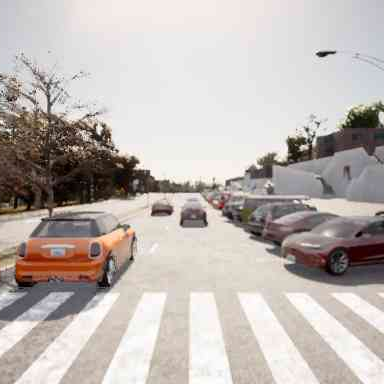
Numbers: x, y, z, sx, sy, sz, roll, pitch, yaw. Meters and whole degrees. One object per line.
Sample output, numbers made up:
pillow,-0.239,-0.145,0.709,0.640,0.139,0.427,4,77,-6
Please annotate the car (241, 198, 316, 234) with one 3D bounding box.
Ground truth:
car,5.046,1.310,16.190,4.553,1.767,2.185,1,0,-20

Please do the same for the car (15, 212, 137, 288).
car,-2.898,1.321,9.321,2.097,1.767,4.553,0,0,0

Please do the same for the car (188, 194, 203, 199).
car,0.107,1.355,41.441,1.812,1.442,4.674,0,1,0

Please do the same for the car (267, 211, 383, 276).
car,5.047,1.485,10.200,4.792,1.488,2.163,1,0,-20

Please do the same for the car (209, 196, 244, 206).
car,5.075,1.276,49.027,4.674,1.452,2.002,0,1,-20

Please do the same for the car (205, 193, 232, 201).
car,5.109,1.023,63.957,4.792,1.488,2.163,0,1,-20

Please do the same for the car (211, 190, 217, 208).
car,5.106,1.136,31.129,5.566,2.045,2.435,1,0,-20

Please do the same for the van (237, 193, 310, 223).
van,5.185,1.202,19.225,4.442,1.987,1.878,1,0,-20

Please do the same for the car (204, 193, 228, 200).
car,5.080,0.929,69.909,4.674,1.452,2.002,0,1,-20

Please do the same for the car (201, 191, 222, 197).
car,5.262,0.599,90.846,5.366,1.575,1.946,1,0,-20

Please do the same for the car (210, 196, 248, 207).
car,5.106,1.305,46.055,4.792,1.488,2.163,1,1,-20

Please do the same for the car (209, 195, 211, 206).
car,5.051,1.361,40.059,4.792,1.488,2.163,1,1,-20

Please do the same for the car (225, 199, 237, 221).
car,5.069,1.418,22.165,4.892,1.521,2.231,1,0,-20

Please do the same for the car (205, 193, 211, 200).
car,4.907,1.300,42.986,5.366,1.575,1.946,1,1,-20

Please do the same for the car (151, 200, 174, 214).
car,-2.893,1.450,33.295,1.994,1.385,4.181,0,0,0

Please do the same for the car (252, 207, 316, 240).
car,5.068,1.486,13.218,4.674,1.452,2.002,1,0,-20

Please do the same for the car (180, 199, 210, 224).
car,0.104,1.447,24.096,1.812,1.442,4.674,0,0,0

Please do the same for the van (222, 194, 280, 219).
van,4.970,1.170,28.086,4.442,1.987,1.878,1,0,-20

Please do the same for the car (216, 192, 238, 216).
car,5.054,1.156,25.133,5.566,2.045,2.435,1,0,-20

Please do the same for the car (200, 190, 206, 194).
car,4.910,0.935,66.860,5.366,1.575,1.946,0,1,-20

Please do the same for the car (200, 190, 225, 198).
car,5.116,0.459,81.846,5.566,2.045,2.435,1,1,-20

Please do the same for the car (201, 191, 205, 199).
car,4.908,1.043,60.895,5.366,1.575,1.946,0,1,-20

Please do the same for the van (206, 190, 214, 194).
van,4.975,0.970,51.956,4.442,1.987,1.878,0,1,-20

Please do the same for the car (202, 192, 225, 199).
car,5.096,0.753,78.848,4.892,1.521,2.231,1,1,-20
